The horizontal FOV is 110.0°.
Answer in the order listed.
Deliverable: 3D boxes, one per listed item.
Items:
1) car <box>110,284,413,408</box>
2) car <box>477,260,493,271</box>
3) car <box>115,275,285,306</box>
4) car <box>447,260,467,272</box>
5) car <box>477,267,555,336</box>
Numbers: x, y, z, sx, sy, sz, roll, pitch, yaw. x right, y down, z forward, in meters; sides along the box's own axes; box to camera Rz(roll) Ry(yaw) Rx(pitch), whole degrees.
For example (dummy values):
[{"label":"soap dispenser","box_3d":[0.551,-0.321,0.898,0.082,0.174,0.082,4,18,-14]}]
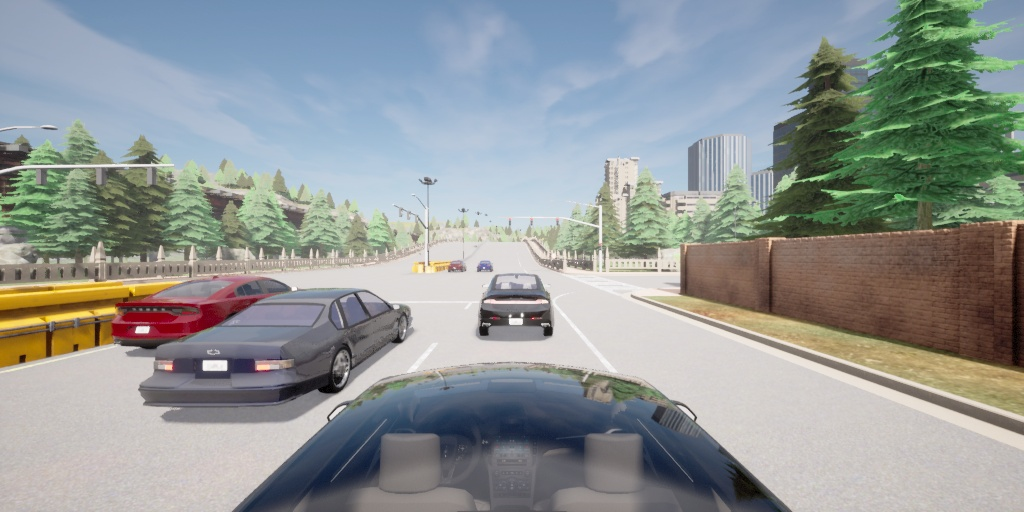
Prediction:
[{"label":"car","box_3d":[-3.398,1.297,6.607,2.033,1.411,5.357,0,0,0]},{"label":"car","box_3d":[-3.391,1.276,45.707,1.812,1.442,4.674,0,0,0]},{"label":"car","box_3d":[-6.898,1.228,9.171,1.882,1.535,5.008,0,0,0]},{"label":"car","box_3d":[-6.887,1.276,45.301,1.812,1.442,4.674,0,0,0]},{"label":"car","box_3d":[0.130,1.242,10.353,2.128,1.511,4.902,0,0,1]}]
